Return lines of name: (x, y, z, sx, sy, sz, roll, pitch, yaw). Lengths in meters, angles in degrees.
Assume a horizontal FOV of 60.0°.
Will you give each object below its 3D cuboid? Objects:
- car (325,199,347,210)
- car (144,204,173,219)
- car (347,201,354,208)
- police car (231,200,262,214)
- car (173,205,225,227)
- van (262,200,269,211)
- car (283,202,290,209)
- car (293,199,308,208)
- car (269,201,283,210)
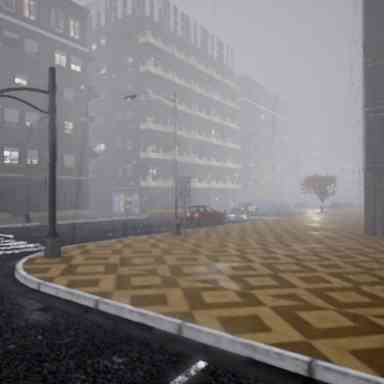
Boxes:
car: (26.743, 2.525, 61.600, 1.947, 1.339, 4.313, -1, -2, 35)
car: (-2.860, 1.905, 33.844, 1.752, 1.417, 4.829, -1, -2, 35)
car: (33.227, 2.687, 70.853, 2.008, 1.369, 4.403, -1, -2, 35)
police car: (6.787, 2.073, 42.960, 2.038, 1.542, 4.974, 0, -1, 35)
car: (0.806, 1.691, 24.591, 1.967, 1.590, 4.097, -1, -2, 35)
van: (10.205, 2.077, 52.494, 1.690, 1.788, 3.998, -1, -2, 35)
car: (16.690, 2.457, 61.742, 1.887, 1.381, 4.507, -1, -2, 35)
car: (23.173, 2.405, 71.000, 2.192, 1.841, 5.009, -1, -2, 35)
car: (13.448, 2.264, 57.118, 1.967, 1.590, 4.097, -1, -2, 35)
